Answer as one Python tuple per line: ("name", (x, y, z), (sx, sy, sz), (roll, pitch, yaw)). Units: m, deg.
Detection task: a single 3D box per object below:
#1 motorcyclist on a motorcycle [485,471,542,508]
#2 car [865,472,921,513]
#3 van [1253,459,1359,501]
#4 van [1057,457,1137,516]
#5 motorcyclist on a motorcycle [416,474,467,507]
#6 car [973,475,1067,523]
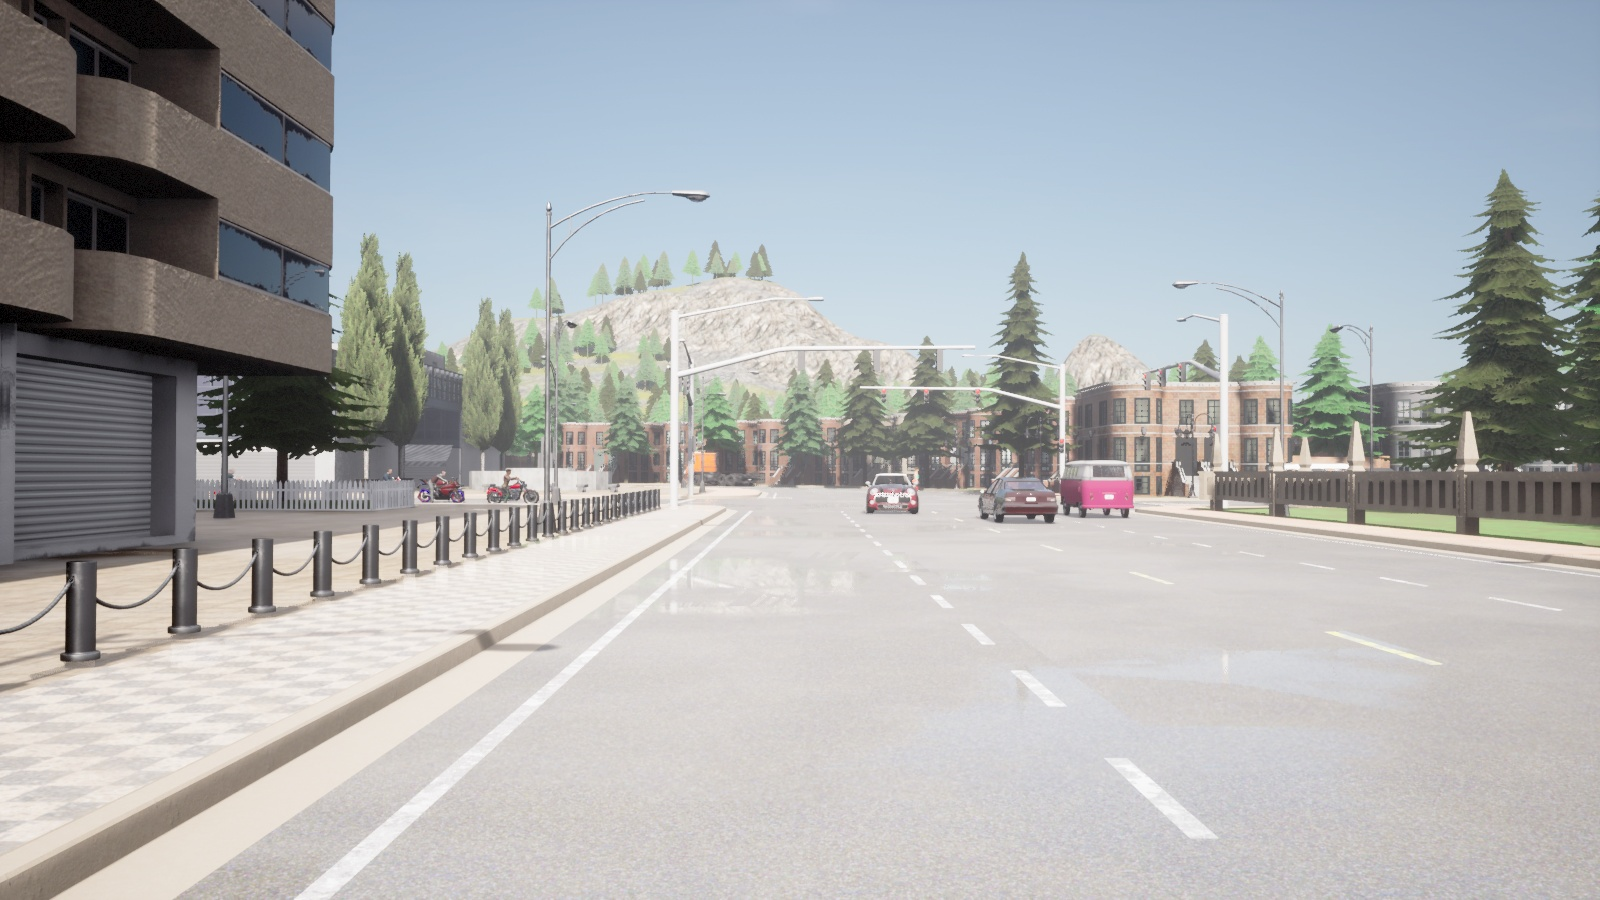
("motorcyclist on a motorcycle", (-12.683, 1.747, 55.582), (2.350, 1.649, 0.766), (0, -1, 0))
("car", (3.431, 1.550, 46.788), (1.970, 1.475, 3.806), (0, -1, 3))
("van", (25.227, 1.487, 62.711), (4.480, 2.038, 2.069), (0, -1, 0))
("van", (10.387, 1.265, 44.218), (1.775, 1.987, 4.442), (0, -1, 0))
("motorcyclist on a motorcycle", (-16.851, 1.906, 59.067), (2.191, 1.530, 0.866), (0, -1, 0))
("car", (6.898, 1.504, 39.958), (2.033, 1.411, 5.357), (0, -1, 0))
